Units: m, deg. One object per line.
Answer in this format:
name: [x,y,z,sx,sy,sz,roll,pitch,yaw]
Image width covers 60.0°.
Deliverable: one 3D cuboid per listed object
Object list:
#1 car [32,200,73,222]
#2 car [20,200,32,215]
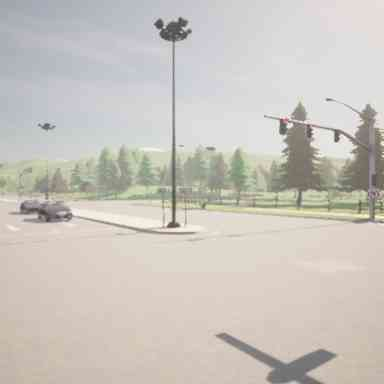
car: [-10.943,1.484,26.495,2.128,1.511,4.902,0,0,-35]
car: [-16.729,1.540,34.849,2.033,1.411,5.357,0,0,-35]
